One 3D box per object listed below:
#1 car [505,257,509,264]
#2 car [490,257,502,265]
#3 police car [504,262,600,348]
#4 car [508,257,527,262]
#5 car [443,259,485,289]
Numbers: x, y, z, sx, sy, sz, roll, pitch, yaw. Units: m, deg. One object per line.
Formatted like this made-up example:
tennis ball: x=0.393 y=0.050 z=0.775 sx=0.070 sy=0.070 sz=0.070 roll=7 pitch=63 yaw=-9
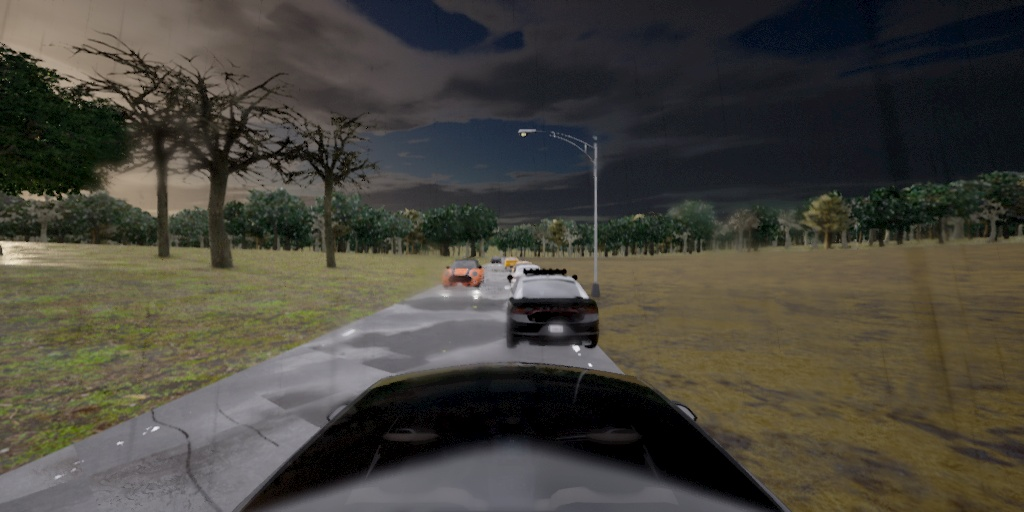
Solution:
car: x=0.028 y=0.893 z=48.500 sx=1.882 sy=1.535 sz=5.008 roll=0 pitch=0 yaw=0
car: x=-2.806 y=0.812 z=64.435 sx=2.033 sy=1.411 sz=5.357 roll=0 pitch=1 yaw=1
police car: x=0.823 y=1.131 z=9.211 sx=1.930 sy=1.638 sz=5.238 roll=0 pitch=0 yaw=0
car: x=0.820 y=1.055 z=25.291 sx=1.801 sy=1.575 sz=5.366 roll=0 pitch=0 yaw=0
car: x=-2.852 y=0.975 z=21.919 sx=2.097 sy=1.767 sz=4.553 roll=0 pitch=0 yaw=0
